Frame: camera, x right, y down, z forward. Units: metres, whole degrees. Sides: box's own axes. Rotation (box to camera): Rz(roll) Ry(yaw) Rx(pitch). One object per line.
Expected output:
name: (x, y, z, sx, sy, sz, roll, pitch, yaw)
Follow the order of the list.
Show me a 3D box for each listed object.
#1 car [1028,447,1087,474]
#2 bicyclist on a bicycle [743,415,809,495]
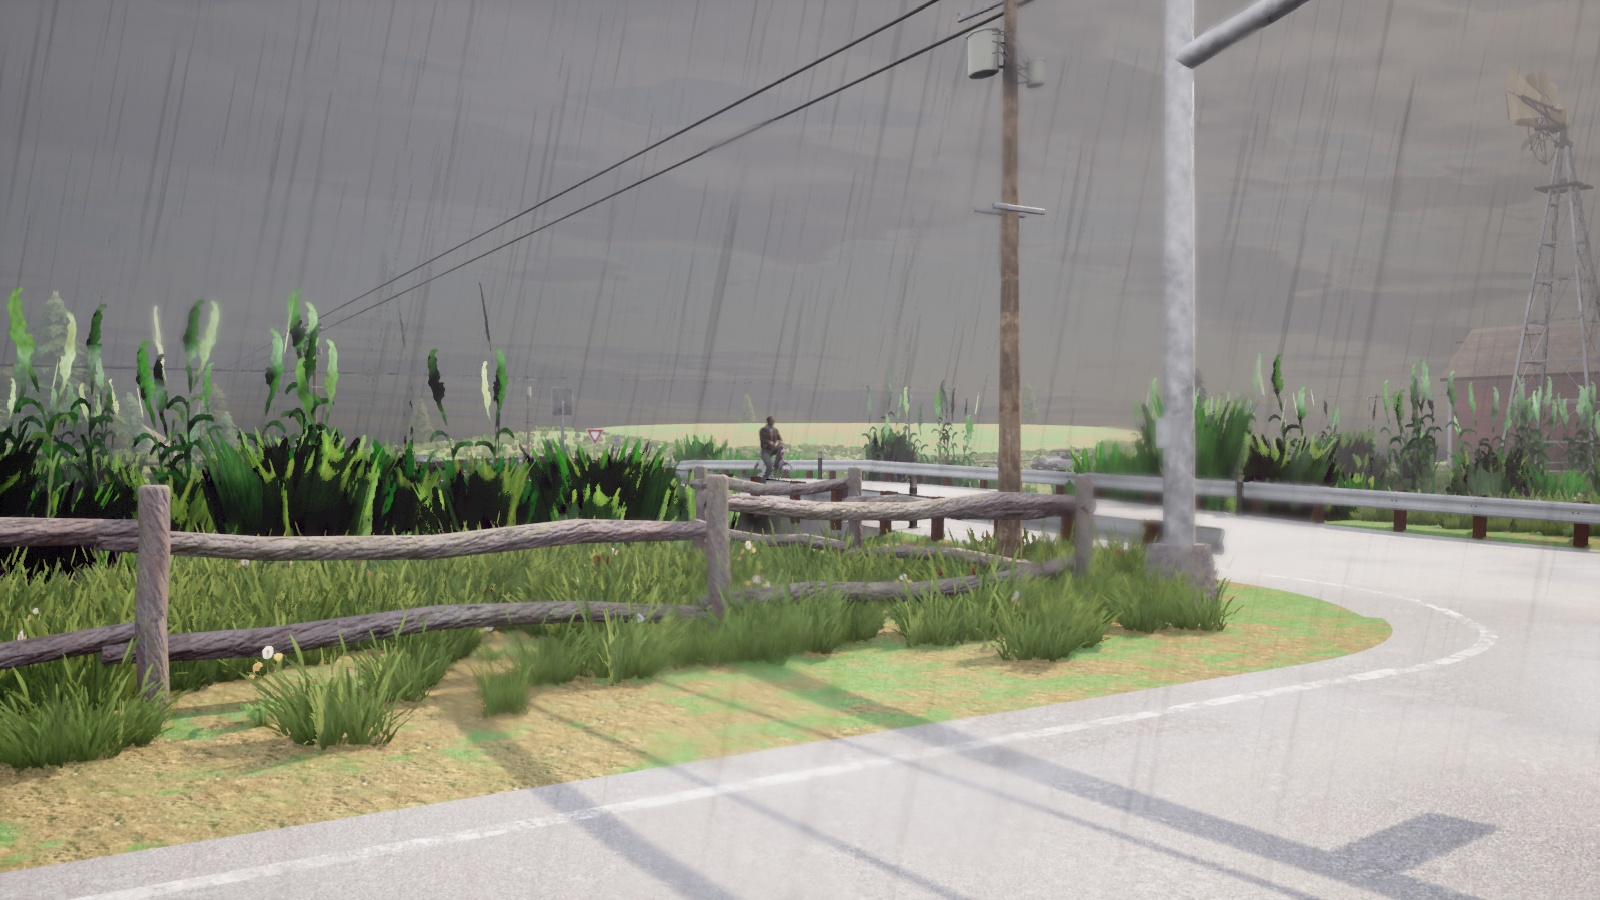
car: (18.445, 0.756, 89.908, 3.866, 1.878, 1.905, 0, 0, -32)
bicyclist on a bicycle: (-0.576, 0.102, 28.806, 0.659, 1.776, 1.843, 0, 1, -31)
